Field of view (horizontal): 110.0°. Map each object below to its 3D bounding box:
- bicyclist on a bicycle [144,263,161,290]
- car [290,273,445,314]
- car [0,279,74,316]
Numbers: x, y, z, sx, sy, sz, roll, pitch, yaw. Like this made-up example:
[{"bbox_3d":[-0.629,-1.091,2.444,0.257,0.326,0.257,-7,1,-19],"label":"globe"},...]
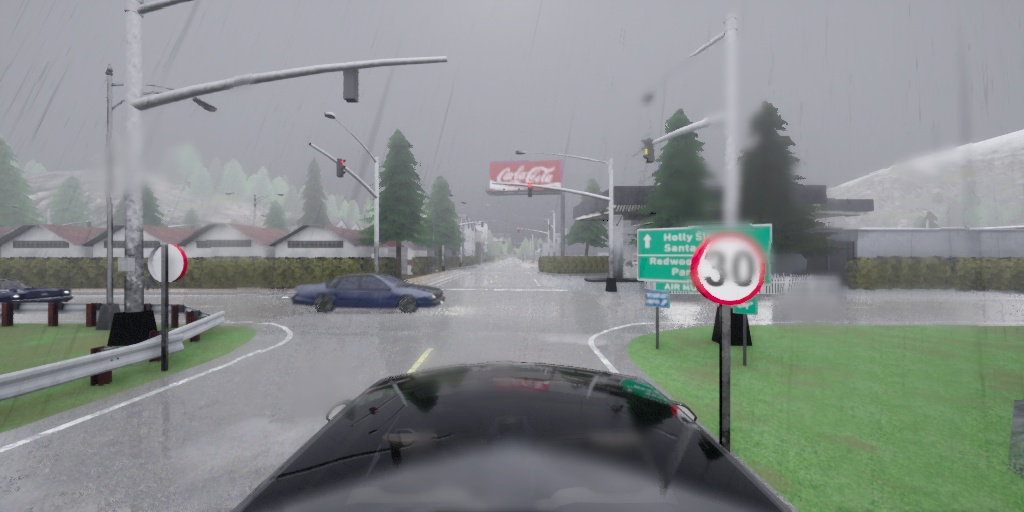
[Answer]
[{"bbox_3d":[-21.674,1.244,21.323,0.582,1.620,1.656,0,0,1],"label":"bicyclist on a bicycle"},{"bbox_3d":[-5.339,1.358,13.627,5.357,1.411,2.033,0,0,1],"label":"car"},{"bbox_3d":[-20.178,1.542,13.821,4.718,1.301,1.895,0,0,1],"label":"car"}]
